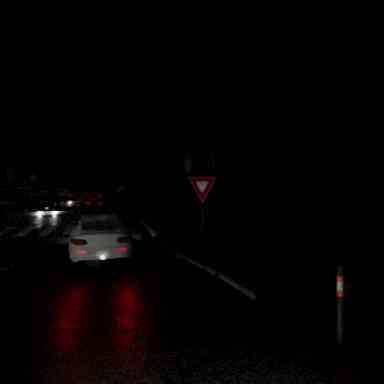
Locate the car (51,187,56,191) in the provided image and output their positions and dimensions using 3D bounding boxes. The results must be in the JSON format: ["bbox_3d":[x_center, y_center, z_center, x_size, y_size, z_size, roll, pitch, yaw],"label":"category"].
[{"bbox_3d":[-25.871,0.238,54.319,5.566,2.045,2.435,-3,2,-37],"label":"car"}]

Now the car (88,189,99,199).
[{"bbox_3d":[-17.445,0.326,58.836,1.837,1.490,4.892,-1,1,-17],"label":"car"}]

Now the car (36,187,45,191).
[{"bbox_3d":[-23.245,0.538,45.699,4.553,1.767,2.185,-2,2,-37],"label":"car"}]

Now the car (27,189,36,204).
[{"bbox_3d":[-20.639,0.845,37.067,5.008,1.535,2.097,-3,2,-37],"label":"car"}]

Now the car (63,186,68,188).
[{"bbox_3d":[-35.513,-0.085,85.883,4.892,1.521,2.231,-2,1,-37],"label":"car"}]

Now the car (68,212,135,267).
[{"bbox_3d":[-2.965,1.371,10.922,1.812,1.442,4.674,-1,2,-16],"label":"car"}]

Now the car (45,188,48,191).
[{"bbox_3d":[-24.117,0.479,48.570,4.553,1.767,2.185,-3,2,-37],"label":"car"}]

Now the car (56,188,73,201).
[{"bbox_3d":[-19.128,0.521,50.473,1.882,1.535,5.008,-1,1,-17],"label":"car"}]

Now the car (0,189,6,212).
[{"bbox_3d":[-16.258,0.899,22.680,5.566,2.045,2.435,-2,2,-37],"label":"car"}]

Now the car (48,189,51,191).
[{"bbox_3d":[-24.996,0.576,51.455,4.792,1.488,2.163,-2,2,-37],"label":"car"}]

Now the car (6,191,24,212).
[{"bbox_3d":[-17.859,1.018,28.566,5.366,1.575,1.946,-2,2,-37],"label":"car"}]

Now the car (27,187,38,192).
[{"bbox_3d":[-21.556,0.660,39.924,4.553,1.767,2.185,-2,2,-37],"label":"car"}]

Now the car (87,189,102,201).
[{"bbox_3d":[-14.427,0.369,49.141,2.097,1.767,4.553,-1,2,-17],"label":"car"}]

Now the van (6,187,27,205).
[{"bbox_3d":[-19.865,0.685,34.116,4.442,1.987,1.878,-3,2,-37],"label":"van"}]

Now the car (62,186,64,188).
[{"bbox_3d":[-31.968,0.141,74.429,4.792,1.488,2.163,-2,2,-37],"label":"car"}]

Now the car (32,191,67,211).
[{"bbox_3d":[-13.444,0.973,31.579,2.033,1.411,5.357,-1,1,-17],"label":"car"}]

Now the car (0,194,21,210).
[{"bbox_3d":[-18.895,1.007,31.326,4.674,1.452,2.002,-3,2,-37],"label":"car"}]

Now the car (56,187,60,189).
[{"bbox_3d":[-27.482,0.369,60.166,5.366,1.575,1.946,-2,2,-37],"label":"car"}]

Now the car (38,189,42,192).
[{"bbox_3d":[-22.399,0.765,42.815,4.674,1.452,2.002,-2,2,-37],"label":"car"}]

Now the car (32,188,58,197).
[{"bbox_3d":[-30.274,0.092,68.649,4.553,1.767,2.185,-2,2,-37],"label":"car"}]
